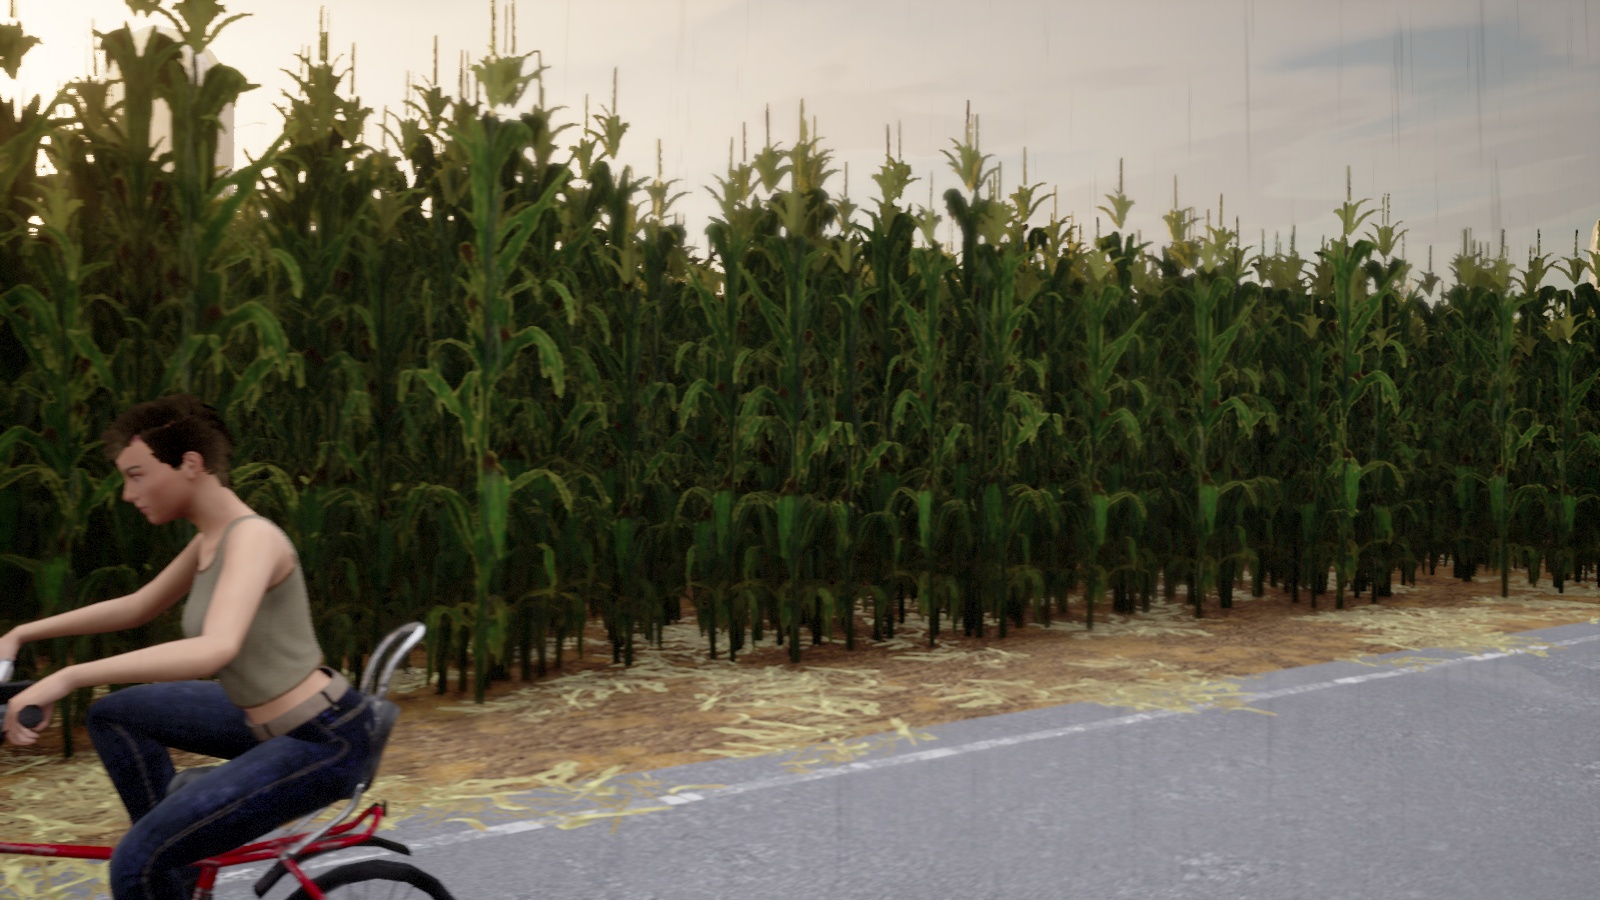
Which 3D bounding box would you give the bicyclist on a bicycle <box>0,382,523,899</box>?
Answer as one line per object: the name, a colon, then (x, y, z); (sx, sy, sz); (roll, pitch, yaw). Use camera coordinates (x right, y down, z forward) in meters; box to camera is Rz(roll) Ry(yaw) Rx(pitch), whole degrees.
bicyclist on a bicycle: (-1.463, 0.691, 2.634); (1.509, 1.612, 0.866); (0, 0, -35)
